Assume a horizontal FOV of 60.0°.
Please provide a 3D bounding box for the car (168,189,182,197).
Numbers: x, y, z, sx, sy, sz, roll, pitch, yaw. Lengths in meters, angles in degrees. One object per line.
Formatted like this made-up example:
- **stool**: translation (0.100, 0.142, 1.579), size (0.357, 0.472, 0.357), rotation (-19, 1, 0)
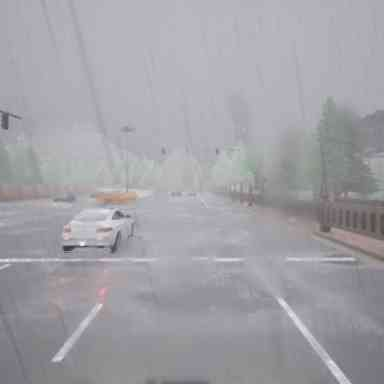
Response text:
- **car**: translation (-3.472, 0.110, 73.437), size (2.097, 1.767, 4.553), rotation (0, 1, 0)

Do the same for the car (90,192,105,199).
- **car**: translation (-17.499, 0.560, 61.794), size (1.895, 1.301, 4.718), rotation (0, 1, 1)

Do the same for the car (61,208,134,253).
- **car**: translation (-3.402, 1.311, 12.599), size (1.812, 1.442, 4.674), rotation (0, 1, 0)

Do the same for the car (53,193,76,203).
- **car**: translation (-17.562, 0.788, 46.004), size (1.994, 1.385, 4.181), rotation (0, 1, 0)

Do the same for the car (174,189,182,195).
- **car**: translation (-3.468, -0.021, 83.503), size (1.994, 1.385, 4.181), rotation (0, 1, 0)

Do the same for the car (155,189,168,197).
- **car**: translation (-6.972, 0.111, 73.471), size (2.097, 1.767, 4.553), rotation (0, 1, 0)

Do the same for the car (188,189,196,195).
- **car**: translation (0.032, -0.033, 83.501), size (2.033, 1.411, 5.357), rotation (0, 1, 0)

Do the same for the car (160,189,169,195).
- **car**: translation (-6.968, -0.073, 83.503), size (1.837, 1.490, 4.892), rotation (0, 1, 0)

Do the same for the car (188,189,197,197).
- **car**: translation (0.028, 0.301, 73.085), size (2.033, 1.411, 5.357), rotation (0, 1, 0)
